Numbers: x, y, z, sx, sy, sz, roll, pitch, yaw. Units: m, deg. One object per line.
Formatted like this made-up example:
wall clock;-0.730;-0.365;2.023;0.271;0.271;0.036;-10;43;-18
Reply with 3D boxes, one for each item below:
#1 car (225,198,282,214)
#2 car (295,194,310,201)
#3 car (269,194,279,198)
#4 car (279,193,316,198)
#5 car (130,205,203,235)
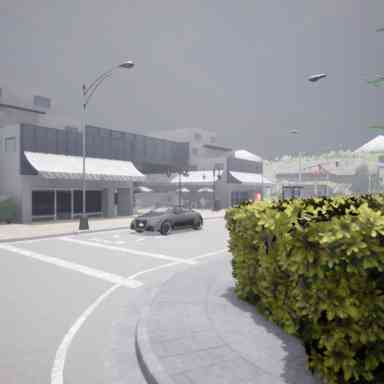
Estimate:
car;4.514;1.373;24.913;2.033;1.411;5.357;0;0;38
car;25.957;1.318;77.876;2.007;1.523;4.514;0;0;37
car;18.763;1.253;74.507;1.970;1.475;3.806;0;0;37
car;10.741;1.178;32.973;2.097;1.767;4.553;0;0;38
car;-1.216;1.390;17.483;1.994;1.385;4.181;0;0;38
